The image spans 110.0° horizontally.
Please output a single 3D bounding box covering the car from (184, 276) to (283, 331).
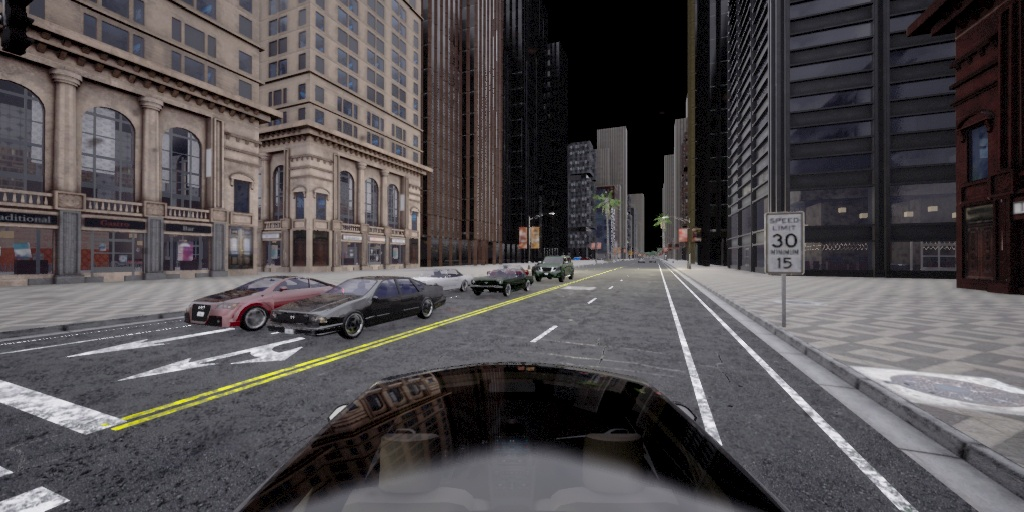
[{"bbox_3d":[-7.274,1.316,11.083,1.994,1.385,4.181,0,0,22],"label":"car"}]

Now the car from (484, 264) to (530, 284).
[{"bbox_3d":[-0.278,1.364,28.449,1.895,1.301,4.718,0,0,22],"label":"car"}]

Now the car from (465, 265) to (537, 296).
[{"bbox_3d":[-0.420,1.358,19.402,1.895,1.301,4.718,0,0,22],"label":"car"}]

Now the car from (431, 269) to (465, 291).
[{"bbox_3d":[-4.003,1.357,19.211,1.895,1.301,4.718,0,0,22],"label":"car"}]

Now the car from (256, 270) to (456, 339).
[{"bbox_3d":[-4.006,1.299,10.509,2.033,1.411,5.357,0,0,22],"label":"car"}]

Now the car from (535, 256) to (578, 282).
[{"bbox_3d":[3.582,0.987,29.322,2.150,2.045,5.566,0,0,22],"label":"car"}]

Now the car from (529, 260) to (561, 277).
[{"bbox_3d":[3.573,1.251,37.901,1.882,1.535,5.008,0,0,22],"label":"car"}]
